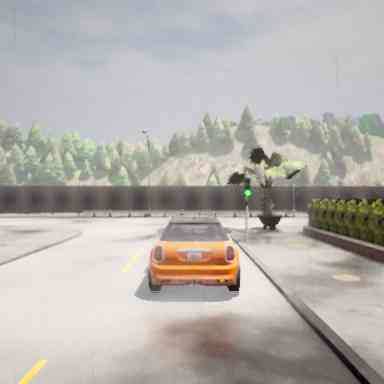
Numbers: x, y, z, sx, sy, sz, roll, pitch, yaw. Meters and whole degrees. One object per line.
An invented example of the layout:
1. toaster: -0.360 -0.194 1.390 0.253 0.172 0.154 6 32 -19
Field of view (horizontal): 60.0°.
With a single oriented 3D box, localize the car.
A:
1. car: 0.066 1.427 9.338 2.097 1.767 4.553 0 -1 0
